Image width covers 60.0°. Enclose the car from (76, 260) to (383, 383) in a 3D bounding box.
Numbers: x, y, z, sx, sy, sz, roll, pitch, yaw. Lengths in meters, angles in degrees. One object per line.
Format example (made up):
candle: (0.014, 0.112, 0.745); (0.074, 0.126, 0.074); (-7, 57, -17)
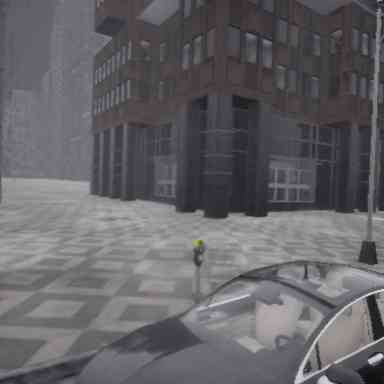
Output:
car: (1.077, 1.490, 3.357); (4.403, 1.369, 2.008); (1, 2, -34)
